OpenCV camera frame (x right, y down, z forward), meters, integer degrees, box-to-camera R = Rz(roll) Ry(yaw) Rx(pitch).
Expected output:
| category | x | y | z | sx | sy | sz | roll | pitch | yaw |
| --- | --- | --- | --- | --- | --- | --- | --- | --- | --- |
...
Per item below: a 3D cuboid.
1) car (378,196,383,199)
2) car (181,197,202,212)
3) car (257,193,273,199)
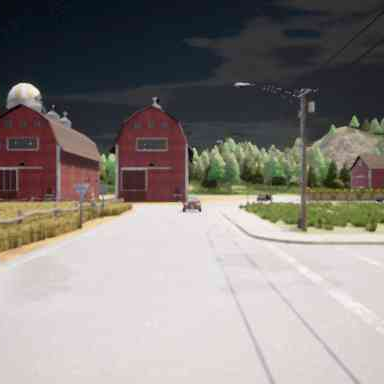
| category | x | y | z | sx | sy | sz | roll | pitch | yaw |
| --- | --- | --- | --- | --- | --- | --- | --- | --- | --- |
| car | 30.580 | 1.099 | 49.806 | 4.892 | 1.490 | 1.837 | 0 | -1 | 33 |
| car | -0.021 | 1.248 | 33.854 | 1.812 | 1.442 | 4.674 | 0 | 0 | -2 |
| car | 13.124 | 0.907 | 59.379 | 2.128 | 1.511 | 4.902 | 0 | 1 | 29 |
